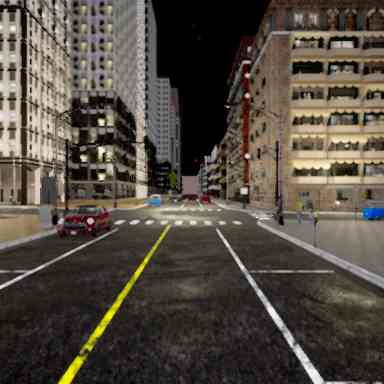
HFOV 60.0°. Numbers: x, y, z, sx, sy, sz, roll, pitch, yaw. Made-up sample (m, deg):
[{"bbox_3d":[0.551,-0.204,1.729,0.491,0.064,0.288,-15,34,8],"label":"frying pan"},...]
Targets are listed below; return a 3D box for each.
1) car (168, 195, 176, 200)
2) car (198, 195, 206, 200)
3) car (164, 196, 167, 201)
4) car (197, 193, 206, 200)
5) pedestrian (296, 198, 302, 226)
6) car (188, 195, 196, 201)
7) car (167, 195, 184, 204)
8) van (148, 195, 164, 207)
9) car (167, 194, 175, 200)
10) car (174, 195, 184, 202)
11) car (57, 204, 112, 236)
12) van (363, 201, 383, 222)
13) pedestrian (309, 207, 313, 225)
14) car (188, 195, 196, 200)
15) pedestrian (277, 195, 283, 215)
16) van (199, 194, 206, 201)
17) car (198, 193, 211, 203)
[{"bbox_3d":[-5.692,1.510,94.699,1.752,1.417,4.829,0,0,0],"label":"car"},{"bbox_3d":[2.689,1.534,89.319,2.008,1.369,4.403,0,0,0],"label":"car"},{"bbox_3d":[-5.692,1.505,72.495,1.752,1.417,4.829,0,0,0],"label":"car"},{"bbox_3d":[2.688,1.300,94.870,2.192,1.841,5.009,0,0,0],"label":"car"},{"bbox_3d":[7.135,1.294,22.122,0.375,1.860,0.375,0,0,0],"label":"pedestrian"},{"bbox_3d":[0.003,1.451,79.541,1.882,1.535,5.008,0,0,0],"label":"car"},{"bbox_3d":[-3.020,1.474,63.990,2.128,1.511,4.902,0,0,1],"label":"car"},{"bbox_3d":[-5.692,1.320,50.461,1.690,1.788,3.998,0,0,0],"label":"van"},{"bbox_3d":[-5.692,1.423,89.318,1.967,1.590,4.097,0,0,0],"label":"car"},{"bbox_3d":[-2.999,1.503,79.464,2.128,1.511,4.902,0,0,0],"label":"car"},{"bbox_3d":[-5.692,1.430,17.987,1.967,1.590,4.097,0,0,0],"label":"car"},{"bbox_3d":[16.929,1.688,28.720,3.998,1.788,1.690,1,-1,0],"label":"van"},{"bbox_3d":[8.135,1.600,22.722,0.375,1.300,0.375,0,0,0],"label":"pedestrian"},{"bbox_3d":[0.001,1.428,89.993,1.895,1.301,4.718,0,0,0],"label":"car"},{"bbox_3d":[6.135,1.129,23.321,0.375,1.860,0.375,0,0,0],"label":"pedestrian"},{"bbox_3d":[2.688,1.322,83.768,1.690,1.788,3.998,0,0,0],"label":"van"},{"bbox_3d":[2.688,1.294,67.116,2.192,1.841,5.009,0,0,0],"label":"car"}]
